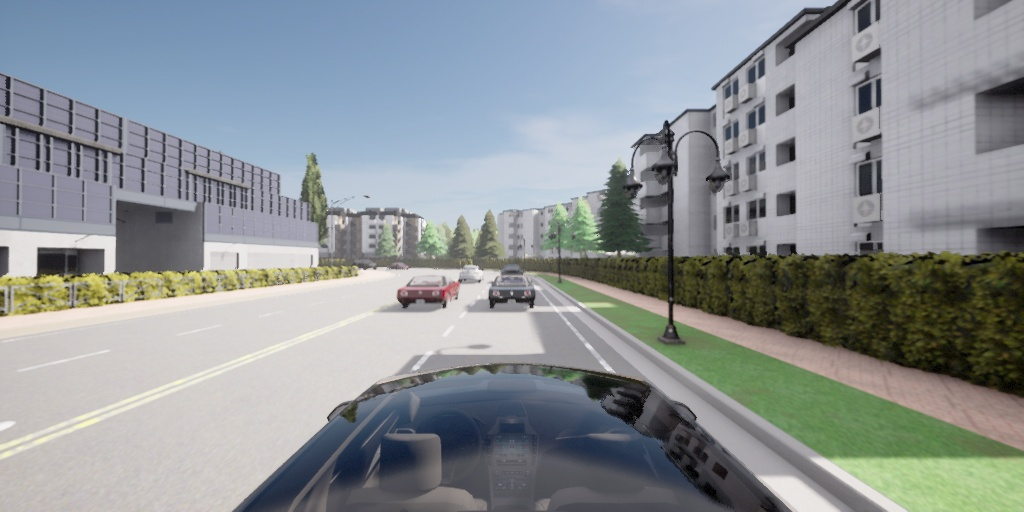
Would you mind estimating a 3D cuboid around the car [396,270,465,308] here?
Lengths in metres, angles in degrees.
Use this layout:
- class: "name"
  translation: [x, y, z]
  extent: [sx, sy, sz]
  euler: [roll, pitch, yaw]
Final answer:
- class: "car"
  translation: [-3.502, 1.484, 15.956]
  extent: [1.895, 1.301, 4.718]
  euler: [0, 0, 0]

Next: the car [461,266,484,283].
- class: "car"
  translation: [-3.509, 1.552, 31.243]
  extent: [1.812, 1.442, 4.674]
  euler: [0, 0, 0]

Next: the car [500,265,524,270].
- class: "car"
  translation: [-0.009, 1.533, 31.147]
  extent: [1.837, 1.490, 4.892]
  euler: [0, 0, 0]

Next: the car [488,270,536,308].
- class: "car"
  translation: [-0.002, 1.484, 15.957]
  extent: [1.895, 1.301, 4.718]
  euler: [0, 0, 0]
